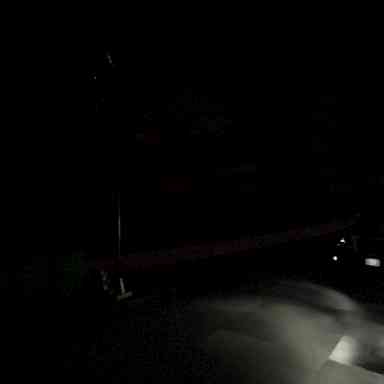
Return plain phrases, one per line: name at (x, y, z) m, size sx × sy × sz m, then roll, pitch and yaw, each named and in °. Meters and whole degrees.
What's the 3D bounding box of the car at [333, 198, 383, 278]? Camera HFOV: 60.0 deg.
car at (5.986, 1.147, 9.039) m, size 5.566 × 2.045 × 2.150 m, roll -1°, pitch 0°, yaw -41°
